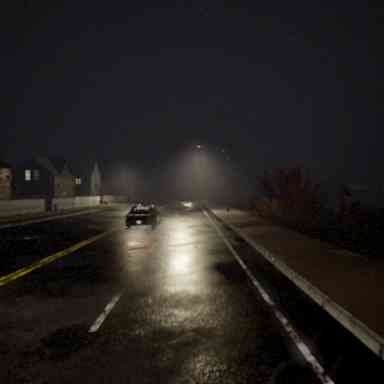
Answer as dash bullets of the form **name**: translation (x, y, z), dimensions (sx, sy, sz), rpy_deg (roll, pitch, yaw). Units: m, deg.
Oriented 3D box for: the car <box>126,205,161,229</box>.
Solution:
- **car**: translation (-3.182, 1.608, 22.340), dimensions (2.128, 1.511, 4.902), rpy_deg (0, 0, 0)
